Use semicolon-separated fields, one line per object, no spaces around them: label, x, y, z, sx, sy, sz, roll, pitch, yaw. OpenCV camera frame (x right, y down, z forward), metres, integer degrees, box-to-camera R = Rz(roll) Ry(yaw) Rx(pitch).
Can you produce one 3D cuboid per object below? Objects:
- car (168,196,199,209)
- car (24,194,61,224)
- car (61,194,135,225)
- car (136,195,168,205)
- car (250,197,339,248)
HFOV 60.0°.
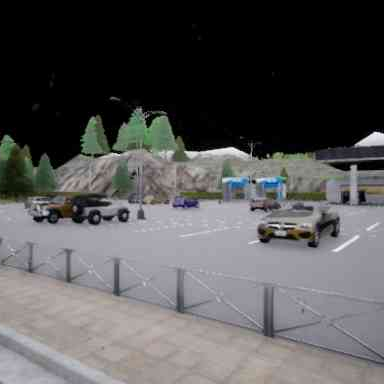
car;-0.665;1.253;39.692;1.845;1.501;3.633;0;0;35
car;-8.477;1.052;22.485;1.932;1.855;4.605;0;0;35
car;-5.871;1.039;21.136;1.905;1.878;3.866;0;0;35
car;-5.867;1.228;52.813;2.152;1.636;5.027;0;0;35
car;4.554;1.149;13.718;2.152;1.636;5.027;0;0;35
